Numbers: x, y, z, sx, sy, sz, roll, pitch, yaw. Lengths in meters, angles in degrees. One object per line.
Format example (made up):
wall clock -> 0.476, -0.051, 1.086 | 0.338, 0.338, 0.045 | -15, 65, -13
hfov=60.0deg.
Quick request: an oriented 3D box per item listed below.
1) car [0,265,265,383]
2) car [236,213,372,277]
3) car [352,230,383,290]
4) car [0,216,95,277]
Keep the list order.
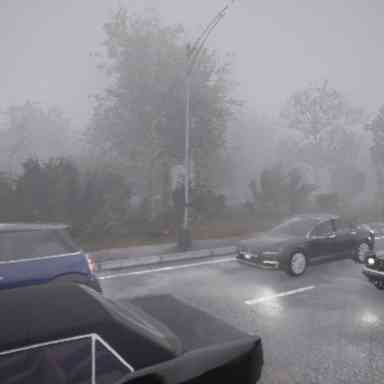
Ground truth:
car -> -1.707, 1.586, 2.627 | 4.718, 1.301, 1.895 | 0, 0, -35
car -> 3.573, 1.457, 10.186 | 4.892, 1.490, 1.837 | -1, 1, -31
car -> 6.069, 1.551, 7.632 | 4.718, 1.301, 1.895 | -1, 1, -30
car -> -3.900, 1.323, 5.331 | 4.553, 1.767, 2.097 | 0, 0, -34
